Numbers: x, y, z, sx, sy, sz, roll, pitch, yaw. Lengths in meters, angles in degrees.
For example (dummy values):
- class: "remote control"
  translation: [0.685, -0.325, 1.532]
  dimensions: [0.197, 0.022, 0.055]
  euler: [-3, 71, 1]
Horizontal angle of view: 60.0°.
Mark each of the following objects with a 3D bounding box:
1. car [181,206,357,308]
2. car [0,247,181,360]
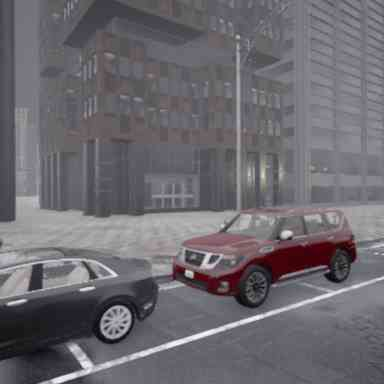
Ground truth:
- class: "car"
  translation: [1.998, 1.305, 8.081]
  dimensions: [5.009, 1.841, 2.192]
  euler: [0, 0, -36]
- class: "car"
  translation: [-2.592, 1.550, 4.803]
  dimensions: [4.403, 1.369, 2.008]
  euler: [0, 0, -36]
